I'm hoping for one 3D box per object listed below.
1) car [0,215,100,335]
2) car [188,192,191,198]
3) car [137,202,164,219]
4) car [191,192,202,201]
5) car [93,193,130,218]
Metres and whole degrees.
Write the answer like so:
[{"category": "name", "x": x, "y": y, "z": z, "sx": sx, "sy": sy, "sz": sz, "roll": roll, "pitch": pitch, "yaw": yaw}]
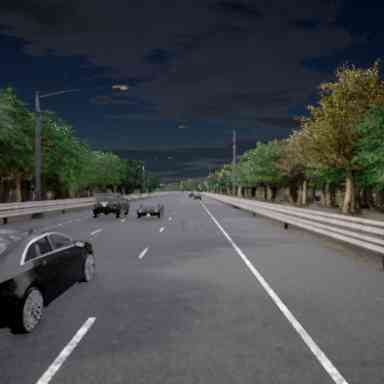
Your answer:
[{"category": "car", "x": -3.400, "y": 1.468, "z": 6.634, "sx": 2.128, "sy": 1.511, "sz": 4.902, "roll": 0, "pitch": 0, "yaw": 0}, {"category": "car", "x": -0.007, "y": 0.939, "z": 92.244, "sx": 1.837, "sy": 1.490, "sz": 4.892, "roll": 0, "pitch": 0, "yaw": 0}, {"category": "car", "x": -3.402, "y": 1.498, "z": 28.164, "sx": 1.895, "sy": 1.301, "sz": 4.718, "roll": 0, "pitch": 0, "yaw": 0}, {"category": "car", "x": 1.218, "y": 1.182, "z": 73.761, "sx": 1.837, "sy": 1.490, "sz": 4.892, "roll": 0, "pitch": 0, "yaw": 0}, {"category": "car", "x": -6.902, "y": 1.115, "z": 28.834, "sx": 2.150, "sy": 2.045, "sz": 5.566, "roll": 0, "pitch": 0, "yaw": 0}]
